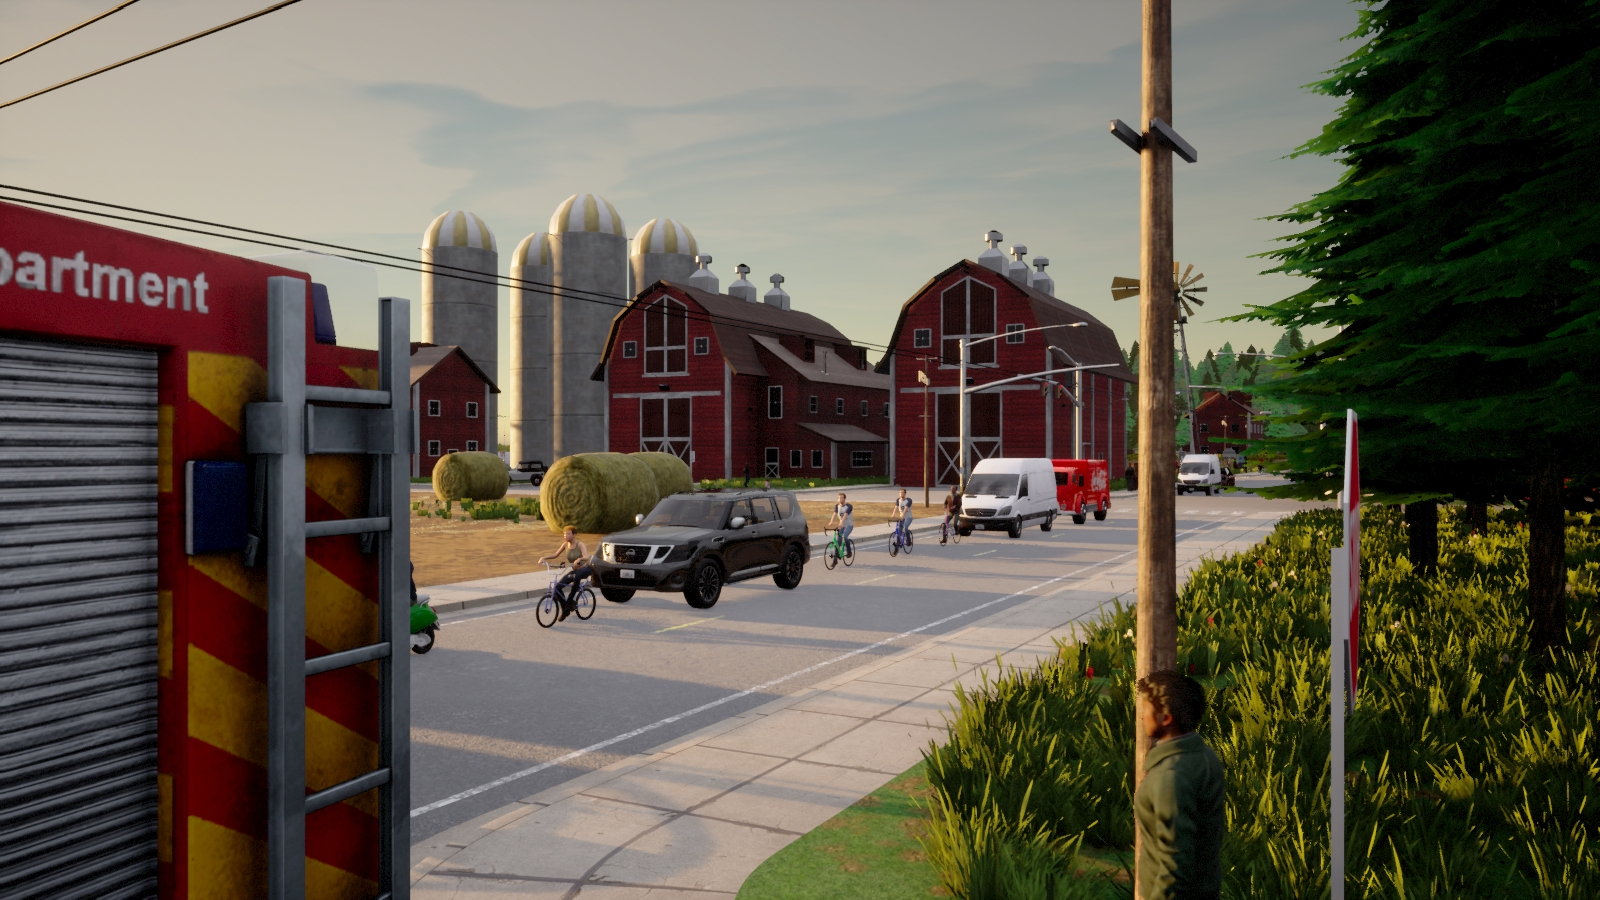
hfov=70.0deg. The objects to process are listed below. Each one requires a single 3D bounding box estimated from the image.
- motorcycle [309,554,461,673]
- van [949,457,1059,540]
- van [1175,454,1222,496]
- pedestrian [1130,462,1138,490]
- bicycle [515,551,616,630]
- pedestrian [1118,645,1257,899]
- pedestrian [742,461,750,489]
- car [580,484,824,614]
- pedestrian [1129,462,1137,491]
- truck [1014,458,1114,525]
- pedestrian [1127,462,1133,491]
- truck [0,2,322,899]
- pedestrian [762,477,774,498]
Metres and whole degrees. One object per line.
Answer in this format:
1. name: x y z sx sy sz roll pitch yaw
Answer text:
1. motorcycle: -5.529 2.142 15.328 0.856 1.316 1.805 0 0 28
2. van: 7.076 1.534 38.957 1.988 2.561 5.915 0 0 28
3. van: 25.647 1.535 73.465 1.988 2.561 5.915 0 0 28
4. pedestrian: 21.898 1.694 74.852 0.375 1.860 0.375 0 0 -4
5. bicycle: -3.791 2.256 18.598 0.859 1.080 1.487 0 0 28
6. pedestrian: 1.373 1.663 4.040 0.375 1.860 0.375 0 0 35
7. pedestrian: -3.577 1.668 75.778 0.375 1.860 0.375 0 0 33
8. car: -1.719 1.779 22.444 2.150 2.045 5.566 0 0 27
9. pedestrian: 21.629 1.696 74.238 0.375 1.860 0.375 0 0 -22
10. truck: 10.571 1.568 45.380 2.627 2.467 5.204 0 0 28
11. pedestrian: 21.246 1.695 73.581 0.375 1.860 0.375 0 0 22
12. truck: -6.001 0.867 3.757 8.468 3.827 2.891 0 0 20
13. pedestrian: -1.731 2.051 62.422 0.500 1.100 0.500 0 0 25
